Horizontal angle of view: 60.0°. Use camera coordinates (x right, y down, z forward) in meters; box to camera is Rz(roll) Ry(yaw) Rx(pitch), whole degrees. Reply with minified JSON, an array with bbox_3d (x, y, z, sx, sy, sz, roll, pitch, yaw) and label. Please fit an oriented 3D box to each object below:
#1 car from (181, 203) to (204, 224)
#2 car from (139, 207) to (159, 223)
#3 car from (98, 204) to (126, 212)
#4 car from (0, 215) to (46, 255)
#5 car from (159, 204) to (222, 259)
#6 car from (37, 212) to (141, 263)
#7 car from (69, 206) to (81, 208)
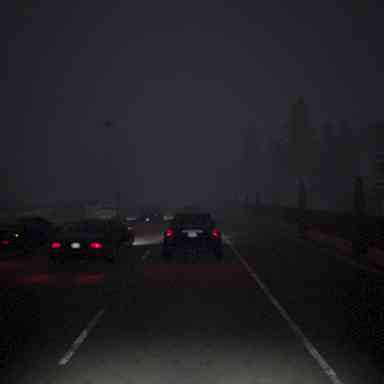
[{"bbox_3d":[0.051,1.793,29.212,1.882,1.535,5.008,0,0,1],"label":"car"},{"bbox_3d":[-3.462,1.906,28.230,1.895,1.301,4.718,0,-1,1],"label":"car"},{"bbox_3d":[-6.952,1.838,28.892,1.812,1.442,4.674,0,0,1],"label":"car"},{"bbox_3d":[-6.963,1.676,13.878,1.812,1.442,4.674,0,0,1],"label":"car"},{"bbox_3d":[0.033,1.497,13.409,2.097,1.767,4.553,0,-1,1],"label":"car"},{"bbox_3d":[-3.481,1.684,12.499,2.033,1.411,5.357,0,-1,0],"label":"car"},{"bbox_3d":[-18.581,2.041,52.225,1.882,1.535,5.008,0,0,-7],"label":"car"}]
